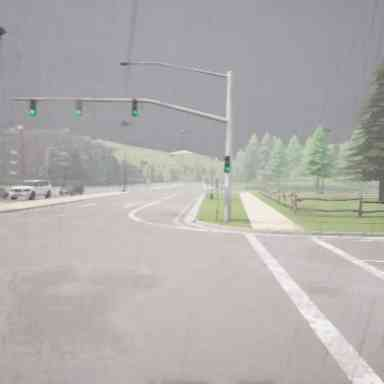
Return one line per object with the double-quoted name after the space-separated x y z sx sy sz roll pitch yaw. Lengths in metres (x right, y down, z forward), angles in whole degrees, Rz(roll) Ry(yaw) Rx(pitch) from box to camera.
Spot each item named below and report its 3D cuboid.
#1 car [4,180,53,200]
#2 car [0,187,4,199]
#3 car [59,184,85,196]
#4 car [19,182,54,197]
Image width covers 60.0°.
-16.815 -0.247 35.066 2.150 2.045 5.566 1 2 3 "car"
-20.418 0.126 33.549 1.895 1.301 4.718 1 2 3 "car"
-16.194 -0.304 45.063 2.128 1.511 4.902 1 2 4 "car"
-19.856 -0.421 42.631 2.097 1.767 4.553 1 2 4 "car"
